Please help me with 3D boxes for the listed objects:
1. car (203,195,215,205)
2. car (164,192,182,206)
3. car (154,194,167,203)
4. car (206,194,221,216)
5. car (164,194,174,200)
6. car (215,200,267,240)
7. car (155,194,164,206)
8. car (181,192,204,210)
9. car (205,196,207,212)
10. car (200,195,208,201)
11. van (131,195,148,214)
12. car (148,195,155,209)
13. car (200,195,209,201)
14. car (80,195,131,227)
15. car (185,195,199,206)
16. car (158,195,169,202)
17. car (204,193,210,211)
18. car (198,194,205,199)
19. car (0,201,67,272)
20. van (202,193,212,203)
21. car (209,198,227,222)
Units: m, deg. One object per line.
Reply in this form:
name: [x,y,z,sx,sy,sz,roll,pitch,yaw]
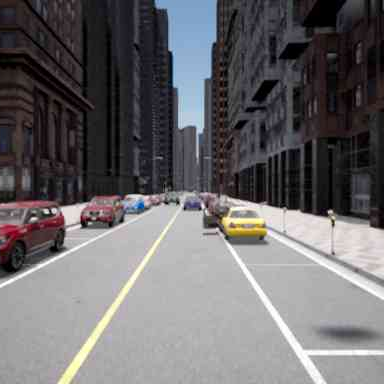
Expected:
car: [2.787,1.304,55.788,1.752,1.417,4.829,0,0,0]
car: [-3.014,1.017,51.775,2.150,2.045,5.566,0,0,1]
car: [-5.735,1.200,61.208,1.967,1.590,4.097,0,0,0]
car: [2.779,1.302,33.210,1.967,1.590,4.097,0,0,0]
car: [-5.727,1.233,83.615,2.008,1.369,4.403,0,0,0]
car: [2.356,1.386,16.445,1.801,1.575,5.366,0,0,0]
car: [-5.740,1.241,50.005,1.967,1.590,4.097,0,0,0]
car: [0.060,1.191,39.354,2.097,1.767,4.553,0,0,0]
car: [2.781,1.423,38.812,1.802,1.307,4.206,0,0,0]
car: [2.796,1.283,78.027,1.802,1.307,4.206,0,0,0]
van: [-5.746,1.204,33.199,1.690,1.788,3.998,0,0,0]
car: [-5.744,1.368,38.631,1.752,1.417,4.829,0,0,0]
car: [2.794,1.302,72.425,1.802,1.307,4.206,0,0,0]
car: [-5.750,1.222,21.996,2.192,1.841,5.009,0,0,0]
car: [0.021,1.286,51.648,2.128,1.511,4.902,0,0,0]
car: [-5.733,1.322,66.810,1.802,1.307,4.206,0,0,0]
car: [2.783,1.135,44.413,2.192,1.841,5.009,0,0,0]
car: [2.803,1.189,94.833,1.887,1.381,4.507,0,0,0]
car: [-5.755,1.268,10.793,2.192,1.841,5.009,0,0,0]
van: [2.790,1.101,61.220,1.690,1.788,3.998,0,0,0]
car: [2.776,1.435,27.608,2.008,1.369,4.403,0,0,0]
